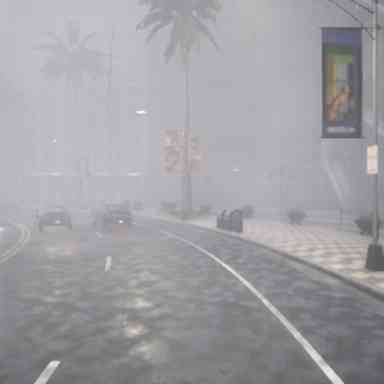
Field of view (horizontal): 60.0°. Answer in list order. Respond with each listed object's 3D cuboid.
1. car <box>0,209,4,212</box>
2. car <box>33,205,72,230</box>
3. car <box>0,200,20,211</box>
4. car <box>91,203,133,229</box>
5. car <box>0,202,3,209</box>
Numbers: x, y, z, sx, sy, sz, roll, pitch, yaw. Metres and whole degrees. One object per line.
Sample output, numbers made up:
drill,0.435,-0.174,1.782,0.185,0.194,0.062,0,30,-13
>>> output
car,-9.440,1.595,13.864,1.895,1.301,4.718,0,0,-21
car,-8.818,1.517,20.967,1.812,1.442,4.674,0,0,-30
car,-22.108,1.585,38.316,4.718,1.301,1.895,0,0,30
car,-5.329,1.496,21.798,1.837,1.490,4.892,1,0,-28
car,-14.550,1.516,22.782,1.812,1.442,4.674,0,0,-39
